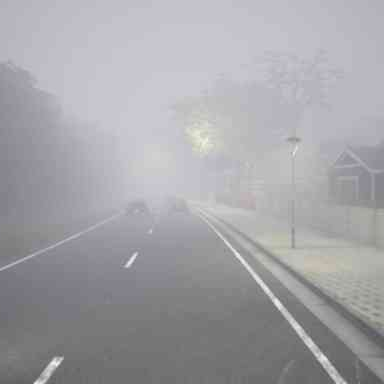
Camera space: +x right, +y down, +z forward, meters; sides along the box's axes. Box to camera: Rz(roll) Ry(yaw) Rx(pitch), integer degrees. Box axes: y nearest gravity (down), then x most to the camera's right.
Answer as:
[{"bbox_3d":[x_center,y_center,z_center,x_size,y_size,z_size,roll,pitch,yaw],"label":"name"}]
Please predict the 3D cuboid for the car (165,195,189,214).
[{"bbox_3d":[-1.303,1.244,30.561,2.033,1.411,5.357,0,1,-4],"label":"car"}]

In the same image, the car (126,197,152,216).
[{"bbox_3d":[-4.609,1.231,28.821,1.837,1.490,4.892,0,1,-5],"label":"car"}]
